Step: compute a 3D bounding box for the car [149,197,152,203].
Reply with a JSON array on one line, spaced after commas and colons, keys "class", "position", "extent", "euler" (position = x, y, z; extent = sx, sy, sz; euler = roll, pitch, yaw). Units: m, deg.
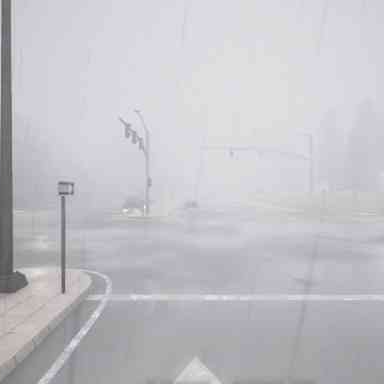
[{"class": "car", "position": [-8.340, 1.505, 55.746], "extent": [1.837, 1.490, 4.892], "euler": [0, 0, -1]}]

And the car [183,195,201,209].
[{"class": "car", "position": [-0.094, 1.526, 44.757], "extent": [1.812, 1.442, 4.674], "euler": [0, 0, -1]}]

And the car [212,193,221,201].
[{"class": "car", "position": [6.307, 1.225, 85.865], "extent": [2.150, 2.045, 5.566], "euler": [0, 0, -1]}]

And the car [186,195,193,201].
[{"class": "car", "position": [-0.693, 1.500, 85.801], "extent": [1.837, 1.490, 4.892], "euler": [0, 0, -1]}]

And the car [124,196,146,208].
[{"class": "car", "position": [-8.220, 1.352, 46.712], "extent": [2.097, 1.767, 4.553], "euler": [0, 0, -1]}]

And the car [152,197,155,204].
[{"class": "car", "position": [-8.430, 1.601, 65.690], "extent": [1.895, 1.301, 4.718], "euler": [0, 0, 0]}]

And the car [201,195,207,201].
[{"class": "car", "position": [2.807, 1.524, 85.860], "extent": [1.812, 1.442, 4.674], "euler": [0, 0, -1]}]
